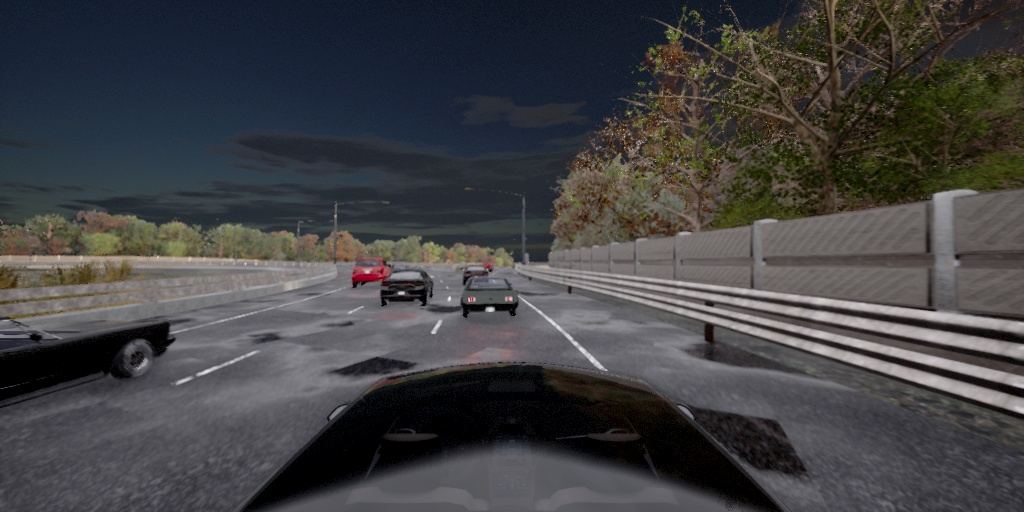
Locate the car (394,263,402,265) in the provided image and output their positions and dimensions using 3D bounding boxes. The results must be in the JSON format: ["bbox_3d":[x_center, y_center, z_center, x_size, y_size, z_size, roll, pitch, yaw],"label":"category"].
[{"bbox_3d":[-16.815,1.752,52.770,1.994,1.385,4.181,0,-1,-28],"label":"car"}]

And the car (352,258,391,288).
[{"bbox_3d":[-10.174,1.183,26.213,2.150,2.045,5.566,0,-1,-14],"label":"car"}]

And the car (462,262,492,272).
[{"bbox_3d":[-2.815,1.448,27.948,1.882,1.535,5.008,0,-1,-7],"label":"car"}]

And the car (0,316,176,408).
[{"bbox_3d":[-7.096,1.379,4.439,1.895,1.301,4.718,0,0,-2],"label":"car"}]

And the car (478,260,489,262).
[{"bbox_3d":[-3.940,1.562,41.492,1.882,1.535,5.008,0,-1,-3],"label":"car"}]

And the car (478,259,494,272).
[{"bbox_3d":[-3.998,1.403,53.210,2.150,2.045,5.566,0,0,1],"label":"car"}]

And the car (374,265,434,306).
[{"bbox_3d":[-4.763,1.356,16.749,1.882,1.535,5.008,0,0,-8],"label":"car"}]

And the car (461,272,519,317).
[{"bbox_3d":[-0.946,1.452,13.800,1.895,1.301,4.718,0,0,-6],"label":"car"}]
